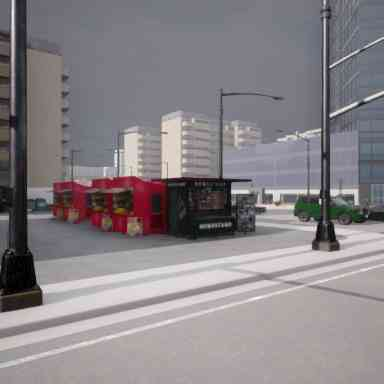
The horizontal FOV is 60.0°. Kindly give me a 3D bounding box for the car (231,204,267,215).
[{"bbox_3d":[6.014,1.831,36.750,1.895,1.301,4.718,0,-1,-36],"label":"car"}]

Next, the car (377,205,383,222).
[{"bbox_3d":[14.917,1.624,24.479,1.994,1.385,4.181,0,-1,-36],"label":"car"}]

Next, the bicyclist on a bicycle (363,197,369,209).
[{"bbox_3d":[22.232,1.466,42.453,1.656,1.620,0.582,0,0,-36],"label":"bicyclist on a bicycle"}]

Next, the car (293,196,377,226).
[{"bbox_3d":[10.293,1.305,24.892,2.150,2.045,5.566,0,0,-36],"label":"car"}]
